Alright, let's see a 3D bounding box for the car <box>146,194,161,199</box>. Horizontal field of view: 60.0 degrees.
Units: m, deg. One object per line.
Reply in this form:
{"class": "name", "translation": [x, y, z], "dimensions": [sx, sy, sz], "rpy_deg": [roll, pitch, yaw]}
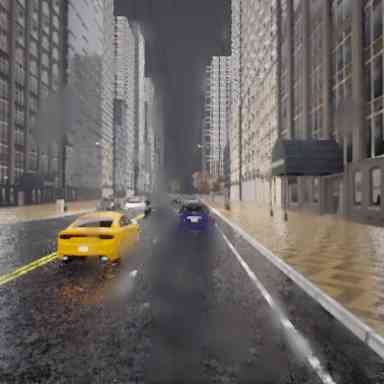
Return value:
{"class": "car", "translation": [-6.508, 1.305, 56.577], "dimensions": [2.150, 2.045, 5.566], "rpy_deg": [0, 0, 1]}

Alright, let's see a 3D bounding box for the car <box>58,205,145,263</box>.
{"class": "car", "translation": [-3.137, 1.485, 12.103], "dimensions": [1.882, 1.535, 5.008], "rpy_deg": [0, 0, 0]}

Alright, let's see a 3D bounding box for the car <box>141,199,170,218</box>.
{"class": "car", "translation": [-3.135, 1.608, 30.402], "dimensions": [1.994, 1.385, 4.181], "rpy_deg": [0, 0, 0]}

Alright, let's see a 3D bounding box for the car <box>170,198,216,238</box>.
{"class": "car", "translation": [0.110, 1.379, 18.005], "dimensions": [2.097, 1.767, 4.553], "rpy_deg": [0, 0, 0]}

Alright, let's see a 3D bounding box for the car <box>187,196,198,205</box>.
{"class": "car", "translation": [0.045, 1.590, 64.633], "dimensions": [2.128, 1.511, 4.902], "rpy_deg": [0, 0, 0]}

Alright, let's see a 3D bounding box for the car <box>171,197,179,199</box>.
{"class": "car", "translation": [-3.205, 1.699, 65.061], "dimensions": [1.895, 1.301, 4.718], "rpy_deg": [0, 0, 0]}

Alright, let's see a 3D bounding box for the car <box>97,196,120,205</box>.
{"class": "car", "translation": [-9.812, 1.410, 39.595], "dimensions": [2.097, 1.767, 4.553], "rpy_deg": [0, 0, 0]}

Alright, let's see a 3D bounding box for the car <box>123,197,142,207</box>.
{"class": "car", "translation": [-9.773, 1.573, 55.036], "dimensions": [2.128, 1.511, 4.902], "rpy_deg": [0, 0, 0]}

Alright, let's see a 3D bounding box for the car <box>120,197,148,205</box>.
{"class": "car", "translation": [-6.566, 1.583, 38.269], "dimensions": [1.812, 1.442, 4.674], "rpy_deg": [0, 0, 0]}

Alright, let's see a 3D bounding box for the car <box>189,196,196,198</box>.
{"class": "car", "translation": [0.123, 1.531, 35.422], "dimensions": [1.882, 1.535, 5.008], "rpy_deg": [0, 0, 0]}
